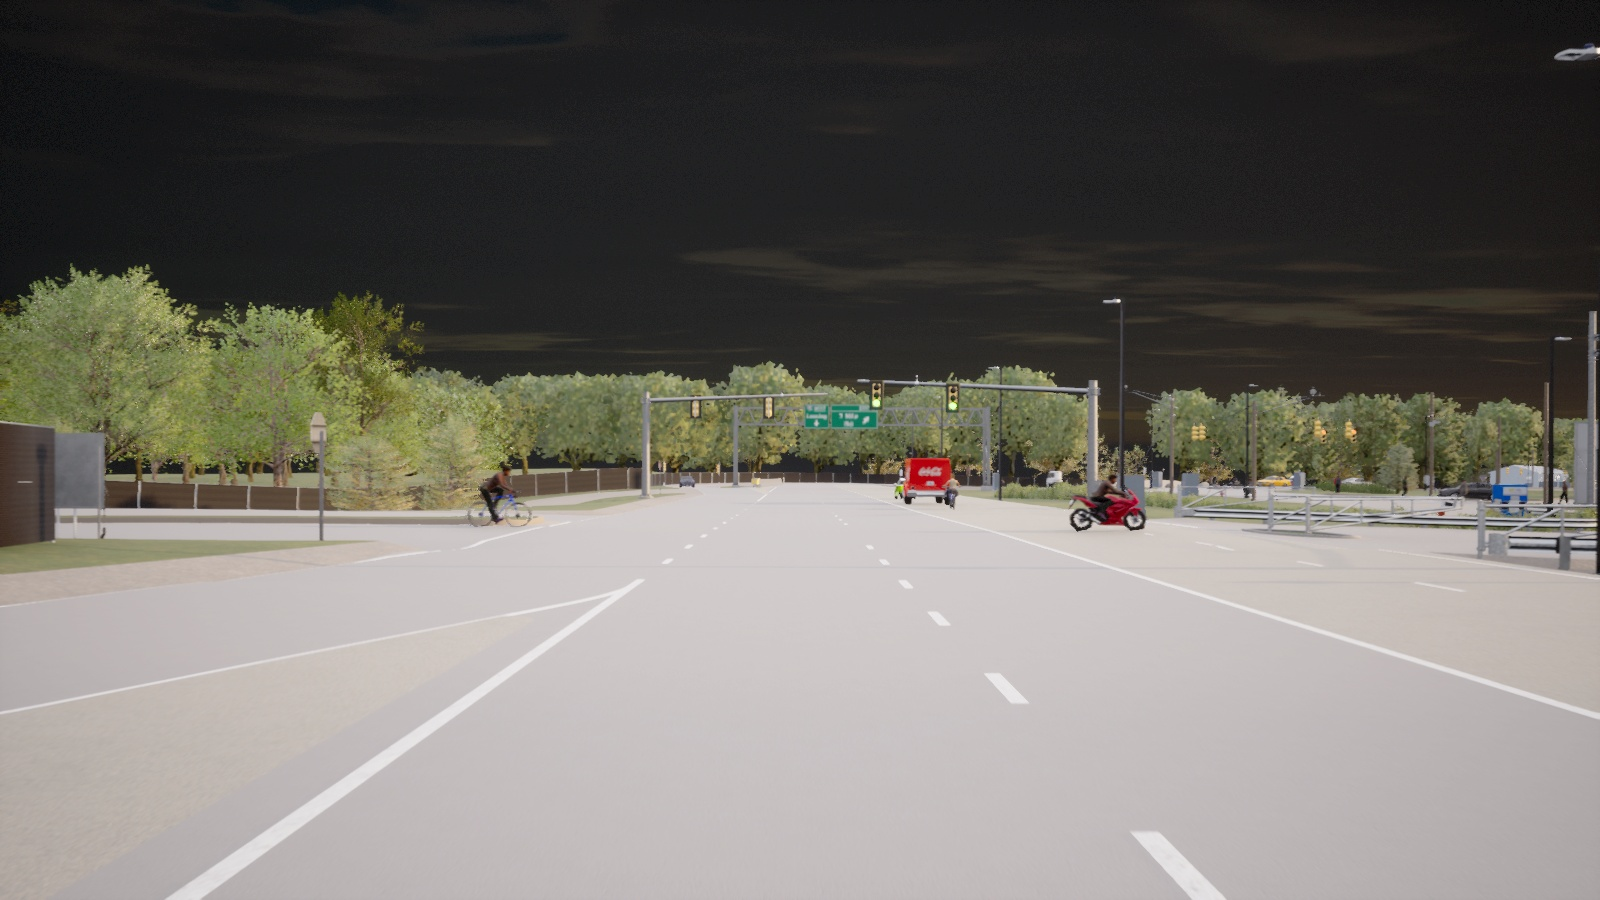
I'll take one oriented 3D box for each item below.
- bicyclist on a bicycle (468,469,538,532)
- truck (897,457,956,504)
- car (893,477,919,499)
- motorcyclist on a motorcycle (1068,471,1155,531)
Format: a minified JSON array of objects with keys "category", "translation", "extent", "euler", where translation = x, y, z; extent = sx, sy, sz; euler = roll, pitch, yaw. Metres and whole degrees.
[{"category":"bicyclist on a bicycle","translation":[-7.726,1.299,32.725],"extent":[1.656,1.620,0.582],"euler":[0,-1,0]},{"category":"truck","translation":[6.828,1.634,68.400],"extent":[2.627,2.467,5.204],"euler":[0,-1,0]},{"category":"car","translation":[6.800,2.408,80.456],"extent":[1.481,1.376,2.207],"euler":[0,-1,0]},{"category":"motorcyclist on a motorcycle","translation":[8.121,1.314,32.793],"extent":[2.044,1.523,0.797],"euler":[-1,-1,0]}]
